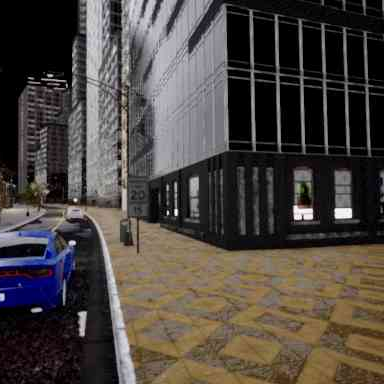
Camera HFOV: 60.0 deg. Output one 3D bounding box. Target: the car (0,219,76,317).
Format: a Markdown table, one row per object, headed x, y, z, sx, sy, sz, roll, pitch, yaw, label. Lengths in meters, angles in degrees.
| x | y | z | sx | sy | sz | roll | pitch | yaw | label |
| --- | --- | --- | --- | --- | --- | --- | --- | --- | --- |
| -3.865 | 1.645 | 7.830 | 1.882 | 1.535 | 5.008 | 0 | -1 | -16 | car |

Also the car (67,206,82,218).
| x | y | z | sx | sy | sz | roll | pitch | yaw | label |
| --- | --- | --- | --- | --- | --- | --- | --- | --- | --- |
| -16.617 | 2.717 | 46.938 | 1.882 | 1.535 | 5.008 | 0 | -1 | -21 | car |

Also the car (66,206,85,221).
| x | y | z | sx | sy | sz | roll | pitch | yaw | label |
| --- | --- | --- | --- | --- | --- | --- | --- | --- | --- |
| -13.135 | 2.505 | 37.372 | 1.812 | 1.442 | 4.674 | 0 | -1 | -19 | car |
